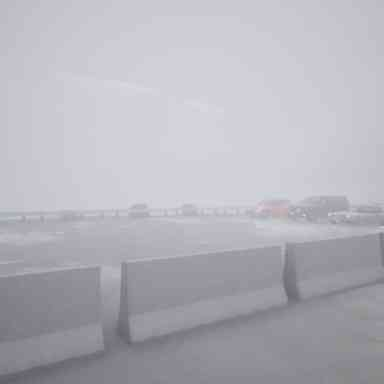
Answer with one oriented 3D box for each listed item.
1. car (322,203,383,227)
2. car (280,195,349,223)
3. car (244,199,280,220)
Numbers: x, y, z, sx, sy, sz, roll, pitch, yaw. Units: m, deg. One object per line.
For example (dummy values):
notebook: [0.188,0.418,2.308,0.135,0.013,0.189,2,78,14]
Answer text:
car: [11.636,1.646,23.033,4.718,1.301,1.895,0,0,-27]
car: [9.976,1.261,26.104,5.566,2.045,2.150,0,0,-27]
car: [6.681,1.378,28.286,4.553,1.767,2.097,0,0,-28]
